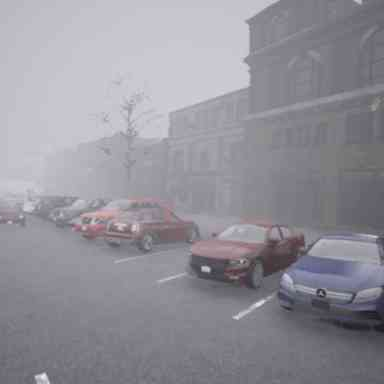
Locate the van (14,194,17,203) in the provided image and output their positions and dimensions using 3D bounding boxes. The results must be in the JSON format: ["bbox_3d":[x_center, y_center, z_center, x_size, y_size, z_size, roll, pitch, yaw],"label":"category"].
[{"bbox_3d":[-16.839,1.411,37.154,1.878,1.987,4.442,1,-1,36],"label":"van"}]

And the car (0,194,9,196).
[{"bbox_3d":[-27.081,1.519,52.118,2.185,1.767,4.553,0,-1,34],"label":"car"}]

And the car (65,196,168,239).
[{"bbox_3d":[-3.264,1.375,17.339,2.435,2.045,5.566,1,-1,36],"label":"car"}]

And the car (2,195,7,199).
[{"bbox_3d":[-23.590,1.645,47.191,2.097,1.535,5.008,1,-1,35],"label":"car"}]

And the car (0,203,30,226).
[{"bbox_3d":[-13.006,1.677,23.390,1.895,1.301,4.718,1,-1,-34],"label":"car"}]

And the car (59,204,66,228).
[{"bbox_3d":[-4.962,1.657,19.824,2.163,1.488,4.792,1,-1,36],"label":"car"}]

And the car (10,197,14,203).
[{"bbox_3d":[-18.463,1.672,39.762,2.163,1.488,4.792,0,-1,36],"label":"car"}]

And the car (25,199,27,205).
[{"bbox_3d":[-11.705,1.635,29.793,2.097,1.535,5.008,1,-1,36],"label":"car"}]

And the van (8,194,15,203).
[{"bbox_3d":[-20.237,1.414,42.130,1.878,1.987,4.442,1,-1,35],"label":"van"}]

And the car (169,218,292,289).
[{"bbox_3d":[1.801,1.621,9.882,2.097,1.535,5.008,1,-1,36],"label":"car"}]

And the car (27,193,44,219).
[{"bbox_3d":[-10.001,1.383,27.337,2.435,2.045,5.566,0,-1,36],"label":"car"}]

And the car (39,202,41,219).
[{"bbox_3d":[-8.343,1.660,24.795,2.163,1.488,4.792,1,-1,36],"label":"car"}]

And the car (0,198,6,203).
[{"bbox_3d":[-22.711,1.687,37.648,1.895,1.301,4.718,1,-1,-34],"label":"car"}]

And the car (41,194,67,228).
[{"bbox_3d":[-6.643,1.378,22.314,2.435,2.045,5.566,1,-1,36],"label":"car"}]

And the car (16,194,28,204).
[{"bbox_3d":[-13.380,1.387,32.305,2.435,2.045,5.566,0,-1,36],"label":"car"}]

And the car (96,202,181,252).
[{"bbox_3d":[-1.593,1.498,14.852,2.185,1.767,4.553,0,-1,36],"label":"car"}]

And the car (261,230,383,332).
[{"bbox_3d":[3.489,1.656,7.371,2.002,1.452,4.674,1,-1,36],"label":"car"}]

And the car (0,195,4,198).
[{"bbox_3d":[-25.335,1.646,49.654,2.231,1.521,4.892,0,-1,35],"label":"car"}]

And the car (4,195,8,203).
[{"bbox_3d":[-21.781,1.647,44.862,1.946,1.575,5.366,0,-1,35],"label":"car"}]
